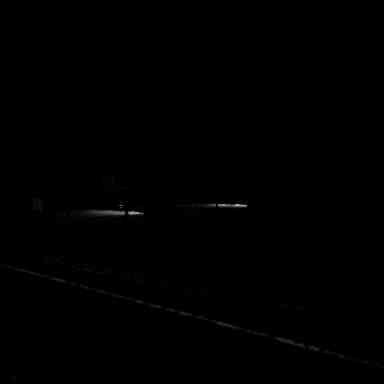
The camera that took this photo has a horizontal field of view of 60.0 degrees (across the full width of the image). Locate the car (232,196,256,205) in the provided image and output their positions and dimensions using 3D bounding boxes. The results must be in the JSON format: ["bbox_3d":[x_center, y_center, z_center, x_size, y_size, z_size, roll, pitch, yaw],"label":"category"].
[{"bbox_3d":[8.994,1.411,55.438,1.994,1.385,4.181,0,0,35],"label":"car"}]

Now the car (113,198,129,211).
[{"bbox_3d":[-7.190,1.455,40.019,1.837,1.490,4.892,0,0,38],"label":"car"}]

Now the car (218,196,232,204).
[{"bbox_3d":[6.294,1.405,57.675,1.994,1.385,4.181,0,0,35],"label":"car"}]

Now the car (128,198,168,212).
[{"bbox_3d":[-4.637,1.519,37.608,1.994,1.385,4.181,0,0,38],"label":"car"}]
